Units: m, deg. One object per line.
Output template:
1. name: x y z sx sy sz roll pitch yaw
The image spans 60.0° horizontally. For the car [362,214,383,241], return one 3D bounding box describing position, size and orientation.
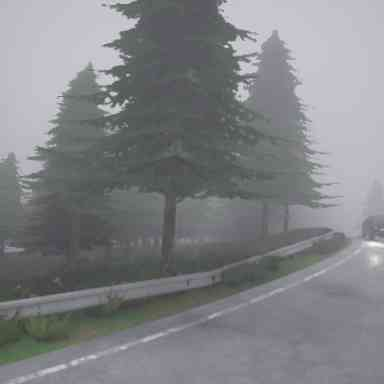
1. car: 11.073 2.044 19.159 1.837 1.490 4.892 3 -3 20
